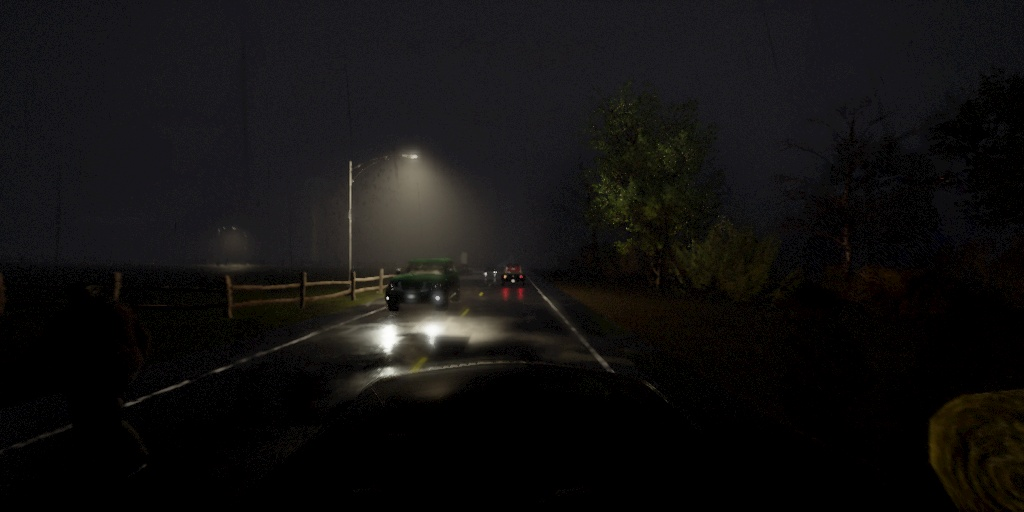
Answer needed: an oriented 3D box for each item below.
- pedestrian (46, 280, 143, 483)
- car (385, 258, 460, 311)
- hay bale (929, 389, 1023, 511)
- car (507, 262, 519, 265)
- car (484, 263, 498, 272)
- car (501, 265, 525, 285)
[{"bbox_3d":[-3.765,1.062,3.255,0.375,1.860,0.375,-1,0,-2],"label":"pedestrian"},{"bbox_3d":[-3.601,1.116,15.572,2.150,2.045,5.566,0,-1,0],"label":"car"},{"bbox_3d":[4.000,1.413,2.396,1.220,1.180,1.240,0,0,0],"label":"hay bale"},{"bbox_3d":[0.110,1.537,43.475,2.097,1.767,4.553,0,-1,-2],"label":"car"},{"bbox_3d":[-3.511,1.870,60.223,1.837,1.490,4.892,0,-1,0],"label":"car"},{"bbox_3d":[0.093,1.642,29.655,1.895,1.301,4.718,0,-1,0],"label":"car"}]
